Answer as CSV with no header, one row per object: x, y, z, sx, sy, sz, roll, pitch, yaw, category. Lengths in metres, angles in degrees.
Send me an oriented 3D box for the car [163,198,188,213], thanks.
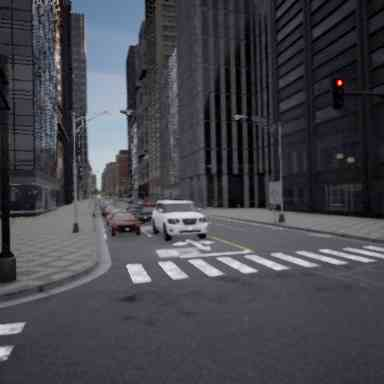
-2.331,1.819,44.918,2.192,1.841,5.009,-1,-1,-16,car

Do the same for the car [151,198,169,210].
-5.453,1.965,55.724,2.192,1.841,5.009,-1,-1,-16,car

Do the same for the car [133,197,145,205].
-13.258,2.312,82.740,2.192,1.841,5.009,0,-1,-16,car

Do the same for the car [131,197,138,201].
-8.893,2.092,57.989,2.097,1.767,4.553,-1,0,-16,car

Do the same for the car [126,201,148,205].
-6.452,2.106,38.445,1.994,1.385,4.181,-1,0,-15,car

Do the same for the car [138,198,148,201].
-5.950,1.826,47.942,2.150,2.045,5.566,-1,0,-18,car

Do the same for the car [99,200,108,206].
-21.445,2.707,80.373,2.008,1.369,4.403,0,-1,-16,car

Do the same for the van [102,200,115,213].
-12.081,2.078,47.955,1.690,1.788,3.998,-1,-1,-16,van

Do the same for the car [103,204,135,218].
-5.788,1.953,26.176,1.752,1.417,4.829,-1,-1,-16,car

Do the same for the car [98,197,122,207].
-10.521,1.977,42.552,2.192,1.841,5.009,-1,-1,-16,car

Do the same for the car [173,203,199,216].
-0.767,1.993,39.512,1.947,1.339,4.313,-1,-1,-16,car

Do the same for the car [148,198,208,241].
-0.843,1.479,18.944,2.150,2.045,5.566,-1,-1,-16,car

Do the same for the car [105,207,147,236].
-4.274,1.894,20.935,1.887,1.381,4.507,-1,-1,-16,car

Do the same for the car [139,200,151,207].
-10.133,2.405,71.931,1.887,1.381,4.507,-1,-1,-16,car

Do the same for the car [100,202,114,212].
-13.640,2.360,53.357,2.008,1.369,4.403,-1,-1,-16,car

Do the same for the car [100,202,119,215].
-8.957,2.131,37.146,1.887,1.381,4.507,-1,-1,-16,car

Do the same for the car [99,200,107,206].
-23.006,2.768,85.777,1.887,1.381,4.507,0,-1,-16,car

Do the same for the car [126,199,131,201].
-16.379,2.447,93.546,2.192,1.841,5.009,0,-1,-16,car

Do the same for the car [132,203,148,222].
-3.676,1.951,28.783,2.033,1.411,5.357,-1,0,-16,car
